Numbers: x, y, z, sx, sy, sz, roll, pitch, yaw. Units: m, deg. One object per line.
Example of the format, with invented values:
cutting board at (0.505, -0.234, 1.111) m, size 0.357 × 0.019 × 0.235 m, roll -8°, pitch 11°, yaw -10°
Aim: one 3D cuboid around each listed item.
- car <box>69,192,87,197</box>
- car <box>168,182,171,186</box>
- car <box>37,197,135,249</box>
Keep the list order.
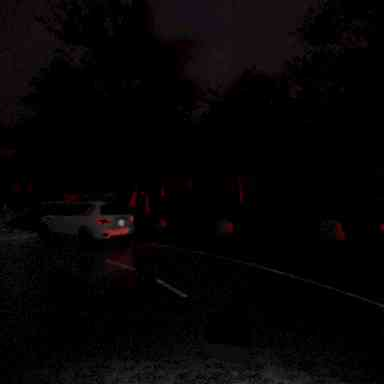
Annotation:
car at (-21.148, 0.772, 60.632) m, size 1.837 × 1.490 × 4.892 m, roll -1°, pitch 4°, yaw 17°
car at (-6.789, -2.127, 89.883) m, size 2.128 × 1.511 × 4.902 m, roll -1°, pitch 4°, yaw 18°
car at (-5.172, 1.427, 15.990) m, size 5.566 × 2.045 × 2.150 m, roll -1°, pitch 0°, yaw 37°
